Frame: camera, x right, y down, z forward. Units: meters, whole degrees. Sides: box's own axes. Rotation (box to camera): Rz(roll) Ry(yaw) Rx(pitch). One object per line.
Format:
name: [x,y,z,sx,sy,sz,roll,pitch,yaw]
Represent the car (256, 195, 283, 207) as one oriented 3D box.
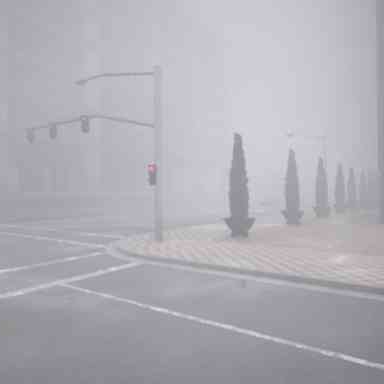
car: [13.142,1.747,55.871,2.033,1.411,5.357,-1,0,36]
